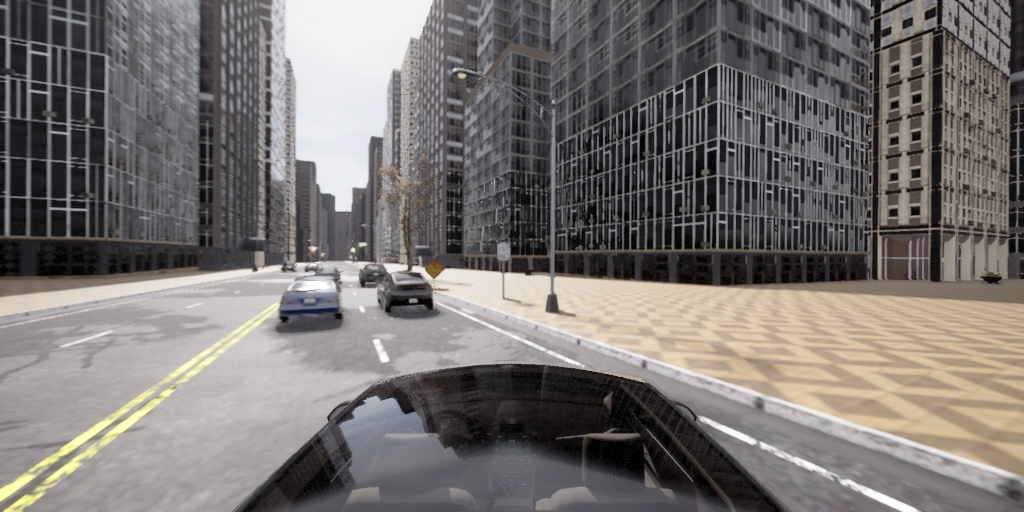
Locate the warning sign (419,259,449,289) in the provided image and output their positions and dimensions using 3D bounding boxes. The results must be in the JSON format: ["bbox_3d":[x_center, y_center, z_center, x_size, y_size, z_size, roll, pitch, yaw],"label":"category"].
[{"bbox_3d":[-4.857,1.093,22.344,1.300,1.860,1.060,0,0,-26],"label":"warning sign"}]

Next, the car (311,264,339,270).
[{"bbox_3d":[-14.248,1.560,27.869,1.812,1.442,4.674,0,0,-25],"label":"car"}]

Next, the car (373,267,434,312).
[{"bbox_3d":[-4.658,1.407,15.388,1.837,1.490,4.892,0,0,-25],"label":"car"}]

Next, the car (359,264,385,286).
[{"bbox_3d":[-11.108,1.398,28.832,2.097,1.767,4.553,0,-1,-25],"label":"car"}]

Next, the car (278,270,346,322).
[{"bbox_3d":[-7.173,1.421,13.093,2.033,1.411,5.357,0,-1,-25],"label":"car"}]
